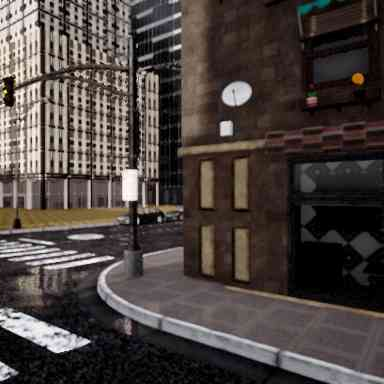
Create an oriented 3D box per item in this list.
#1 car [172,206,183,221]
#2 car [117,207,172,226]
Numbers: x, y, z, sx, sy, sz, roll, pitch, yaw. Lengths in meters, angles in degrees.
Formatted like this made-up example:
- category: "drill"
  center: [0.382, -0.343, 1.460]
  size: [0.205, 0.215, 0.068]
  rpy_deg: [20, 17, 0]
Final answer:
- category: "car"
  center: [-0.780, 1.941, 30.799]
  size: [2.008, 1.369, 4.403]
  rpy_deg: [-1, -2, 35]
- category: "car"
  center: [-3.981, 1.860, 26.241]
  size: [2.008, 1.369, 4.403]
  rpy_deg: [-1, -2, 35]
